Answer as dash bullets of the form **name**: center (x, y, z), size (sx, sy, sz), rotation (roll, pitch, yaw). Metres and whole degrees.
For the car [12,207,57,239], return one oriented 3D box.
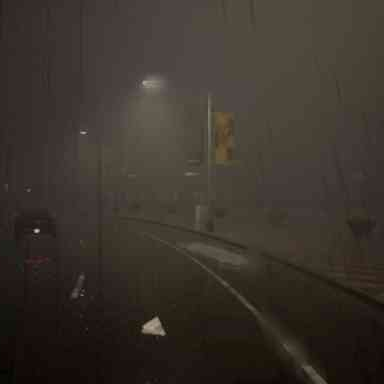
- **car**: center (-8.306, 1.542, 17.616), size (1.837, 1.490, 4.892), rotation (1, 0, -27)
